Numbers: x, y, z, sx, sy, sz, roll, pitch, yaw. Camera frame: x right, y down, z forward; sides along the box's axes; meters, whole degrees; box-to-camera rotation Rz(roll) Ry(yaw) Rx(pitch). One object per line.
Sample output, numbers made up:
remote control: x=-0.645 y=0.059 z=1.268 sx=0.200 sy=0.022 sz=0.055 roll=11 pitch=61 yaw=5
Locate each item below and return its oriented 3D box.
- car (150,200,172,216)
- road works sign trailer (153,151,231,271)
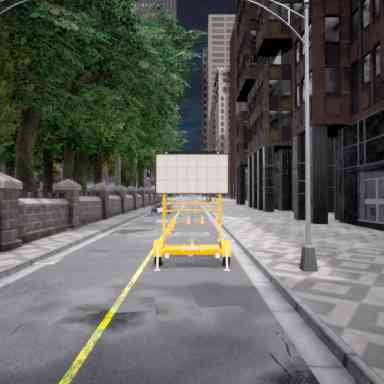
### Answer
car: x=-3.086 y=1.539 z=33.851 sx=2.128 sy=1.511 sz=4.902 roll=0 pitch=0 yaw=0
road works sign trailer: x=0.006 y=0.472 z=10.919 sx=2.380 sy=3.560 sz=2.880 roll=0 pitch=0 yaw=0
